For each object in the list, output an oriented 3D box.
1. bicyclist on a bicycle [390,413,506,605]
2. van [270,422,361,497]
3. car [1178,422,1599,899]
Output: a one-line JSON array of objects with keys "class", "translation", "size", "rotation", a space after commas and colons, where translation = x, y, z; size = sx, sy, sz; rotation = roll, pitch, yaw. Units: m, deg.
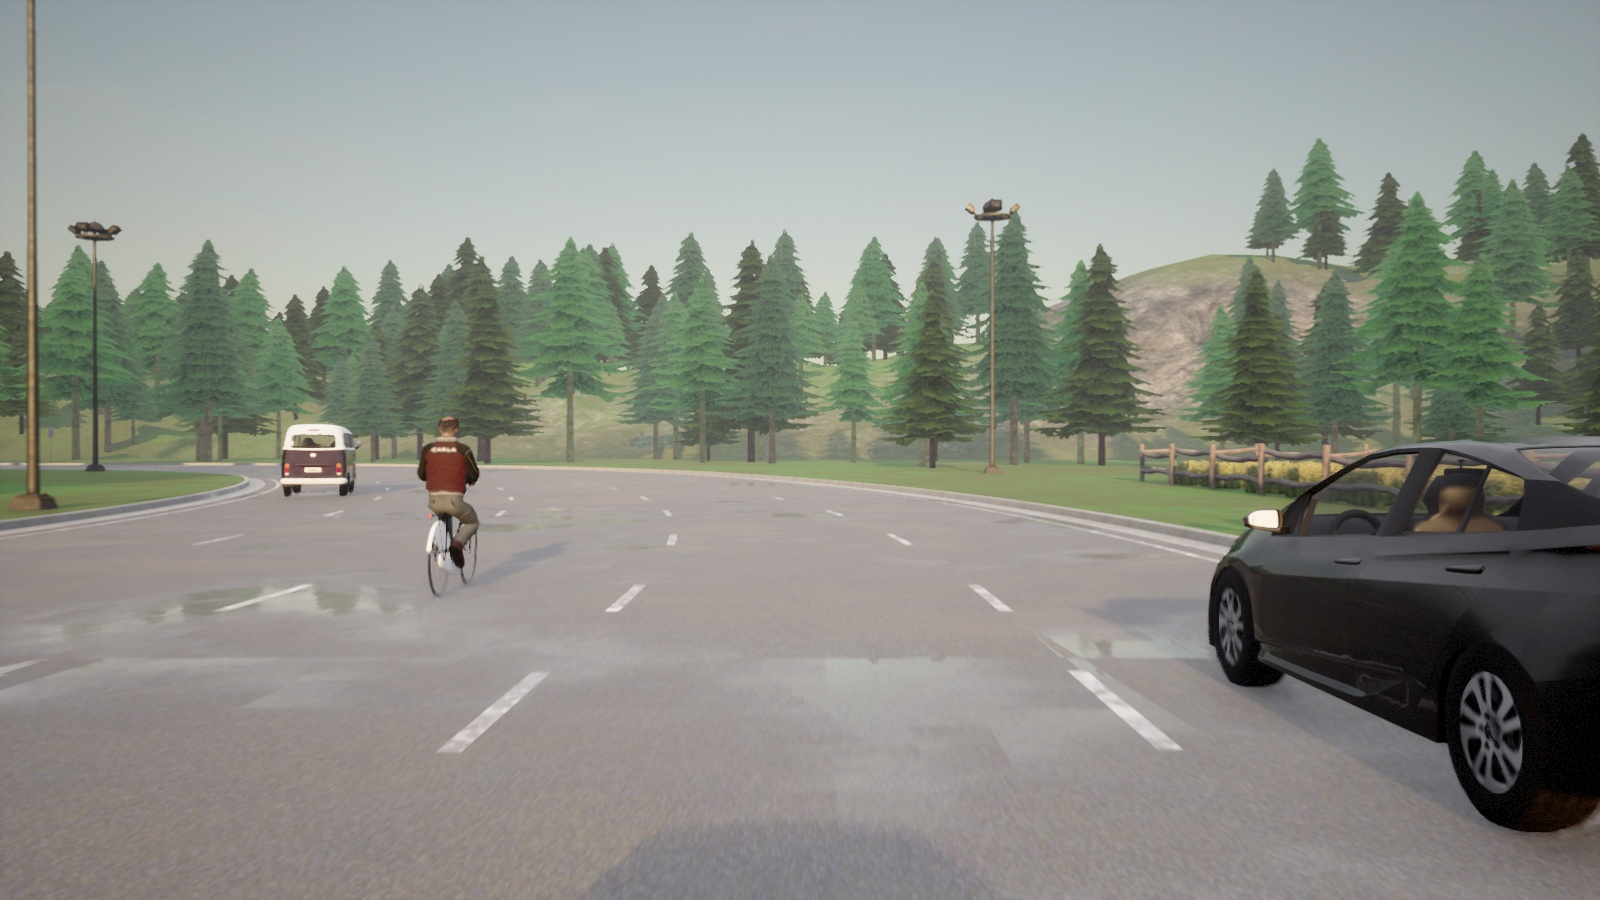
[{"class": "bicyclist on a bicycle", "translation": [-3.474, 0.544, 12.548], "size": [0.659, 1.776, 1.843], "rotation": [0, 0, -1]}, {"class": "van", "translation": [-14.020, 0.253, 36.592], "size": [2.069, 2.038, 4.480], "rotation": [0, 0, -16]}, {"class": "car", "translation": [3.551, 0.661, 6.247], "size": [2.007, 1.525, 4.514], "rotation": [0, 0, 0]}]
